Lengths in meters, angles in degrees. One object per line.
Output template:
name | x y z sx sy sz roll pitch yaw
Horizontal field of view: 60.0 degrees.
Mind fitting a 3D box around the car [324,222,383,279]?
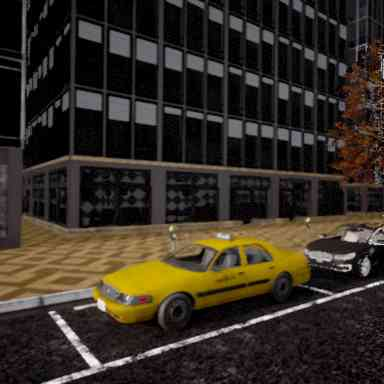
car | 5.248 1.649 10.299 4.403 1.369 2.008 1 0 -35

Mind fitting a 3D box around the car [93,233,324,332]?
car | 0.475 1.567 6.895 4.829 1.417 1.752 1 0 -35
